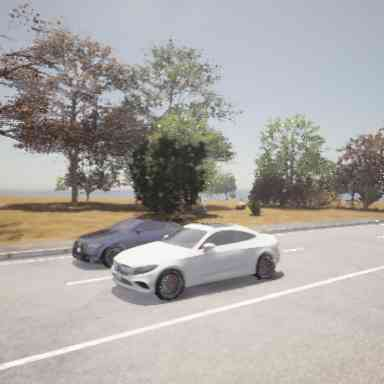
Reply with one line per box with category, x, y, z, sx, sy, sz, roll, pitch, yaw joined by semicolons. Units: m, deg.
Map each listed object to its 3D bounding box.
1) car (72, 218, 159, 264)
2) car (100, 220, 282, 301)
car;-1.799;1.581;11.262;4.181;1.385;1.994;0;0;-35
car;0.321;1.544;8.480;4.674;1.442;1.812;0;0;-35
